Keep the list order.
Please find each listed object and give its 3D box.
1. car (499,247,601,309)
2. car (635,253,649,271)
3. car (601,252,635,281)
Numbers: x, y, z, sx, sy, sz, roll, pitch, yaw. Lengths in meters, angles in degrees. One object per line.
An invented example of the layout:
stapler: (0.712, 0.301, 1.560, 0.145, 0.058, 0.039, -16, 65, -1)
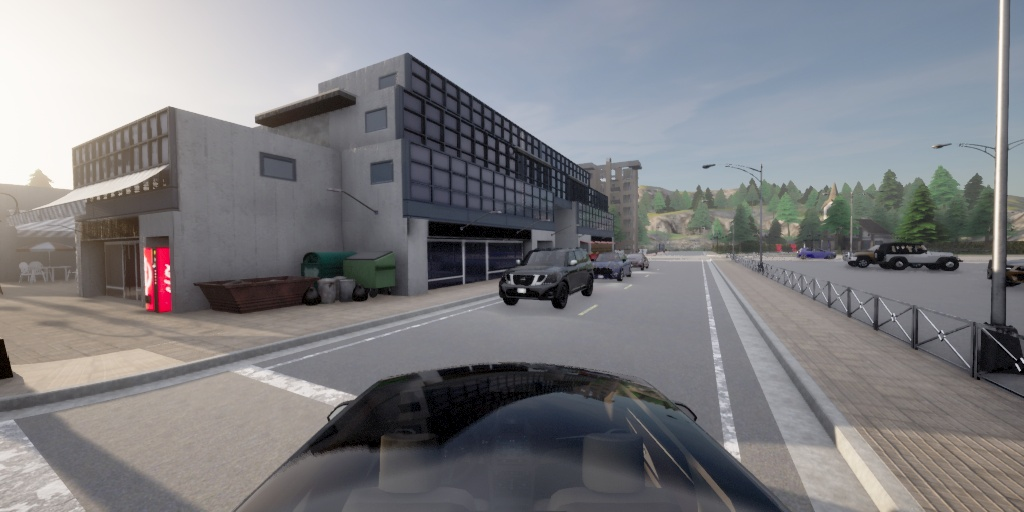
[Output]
car: (1.589, 0.690, 13.947, 2.150, 2.045, 5.566, 0, 1, 28)
car: (10.922, 0.454, 31.713, 1.812, 1.442, 4.674, 0, 2, 28)
car: (6.161, 0.555, 22.656, 2.097, 1.767, 4.553, 0, 2, 28)
